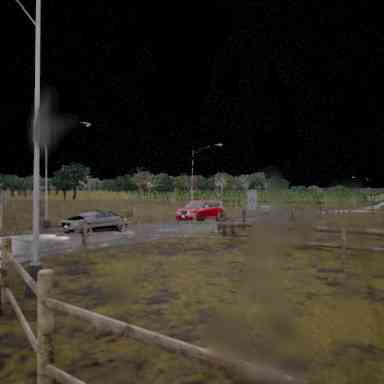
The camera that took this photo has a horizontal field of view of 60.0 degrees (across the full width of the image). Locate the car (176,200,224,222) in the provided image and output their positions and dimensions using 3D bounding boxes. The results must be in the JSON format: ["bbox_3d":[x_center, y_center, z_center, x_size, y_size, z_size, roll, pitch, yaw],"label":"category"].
[{"bbox_3d":[0.848,1.744,30.115,2.150,2.045,5.566,1,0,35],"label":"car"}]

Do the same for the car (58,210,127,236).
[{"bbox_3d":[-5.981,1.828,20.405,1.994,1.385,4.181,1,-1,35],"label":"car"}]

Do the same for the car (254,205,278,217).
[{"bbox_3d":[9.665,2.410,42.597,1.837,1.490,4.892,1,-1,35],"label":"car"}]
